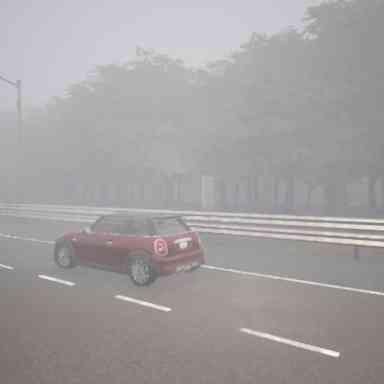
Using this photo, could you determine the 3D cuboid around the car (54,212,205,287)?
[{"bbox_3d":[-1.944,1.353,9.556,4.553,1.767,2.097,0,0,36],"label":"car"}]
